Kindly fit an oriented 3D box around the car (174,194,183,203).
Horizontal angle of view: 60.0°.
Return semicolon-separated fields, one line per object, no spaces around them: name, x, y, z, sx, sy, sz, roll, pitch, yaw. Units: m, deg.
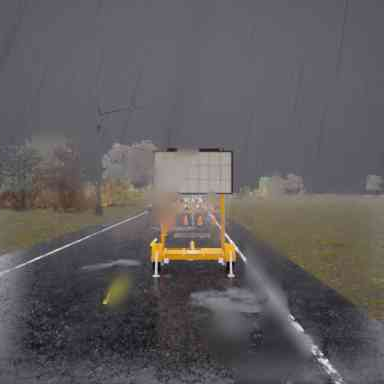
car;-2.995;1.267;68.935;2.150;2.045;5.566;0;0;1

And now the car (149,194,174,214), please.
car;-3.451;1.372;36.320;2.097;1.767;4.553;0;0;0

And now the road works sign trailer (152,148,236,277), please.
road works sign trailer;0.031;0.468;10.241;2.380;3.560;2.880;0;0;-1
